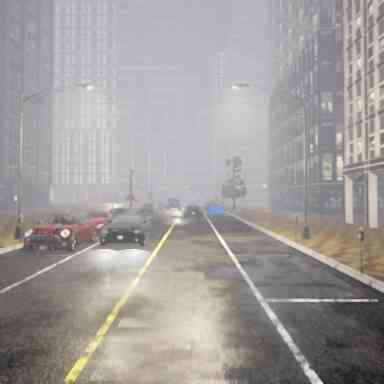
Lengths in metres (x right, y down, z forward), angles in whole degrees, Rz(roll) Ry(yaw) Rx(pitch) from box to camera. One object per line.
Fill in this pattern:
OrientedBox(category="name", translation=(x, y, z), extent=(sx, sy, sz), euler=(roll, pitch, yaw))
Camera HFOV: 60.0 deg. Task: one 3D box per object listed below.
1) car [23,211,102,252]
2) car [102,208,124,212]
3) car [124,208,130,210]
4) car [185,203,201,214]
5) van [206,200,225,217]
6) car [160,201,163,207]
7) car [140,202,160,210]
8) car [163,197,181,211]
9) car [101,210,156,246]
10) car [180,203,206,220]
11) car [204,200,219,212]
OrientedBox(category="car", translation=(-5.661, 1.631, 14.660), extent=(1.967, 1.590, 4.097), euler=(1, -1, 0))
OrientedBox(category="car", translation=(-5.654, 1.846, 20.300), extent=(1.802, 1.307, 4.206), euler=(1, -1, 0))
OrientedBox(category="car", translation=(-5.646, 1.903, 25.942), extent=(1.947, 1.339, 4.313), euler=(1, -1, 0))
OrientedBox(category="car", translation=(0.135, 2.128, 43.637), extent=(1.994, 1.385, 4.181), euler=(0, -1, 1))
OrientedBox(category="van", translation=(2.754, 1.824, 37.211), extent=(1.690, 1.788, 3.998), euler=(1, -1, 0))
OrientedBox(category="car", translation=(-5.717, 2.391, 65.436), extent=(2.008, 1.369, 4.403), euler=(1, -1, 0))
OrientedBox(category="car", translation=(-5.621, 2.120, 42.869), extent=(1.947, 1.339, 4.313), euler=(1, -1, 0))
OrientedBox(category="car", translation=(-3.005, 1.916, 54.006), extent=(2.150, 2.045, 5.566), euler=(0, -1, 0))
OrientedBox(category="car", translation=(-3.076, 1.776, 16.223), extent=(1.994, 1.385, 4.181), euler=(0, -1, 0))
OrientedBox(category="car", translation=(0.137, 1.996, 33.321), extent=(1.994, 1.385, 4.181), euler=(0, -1, 0))
OrientedBox(category="car", translation=(2.769, 2.067, 48.492), extent=(1.967, 1.590, 4.097), euler=(1, -1, 0))
